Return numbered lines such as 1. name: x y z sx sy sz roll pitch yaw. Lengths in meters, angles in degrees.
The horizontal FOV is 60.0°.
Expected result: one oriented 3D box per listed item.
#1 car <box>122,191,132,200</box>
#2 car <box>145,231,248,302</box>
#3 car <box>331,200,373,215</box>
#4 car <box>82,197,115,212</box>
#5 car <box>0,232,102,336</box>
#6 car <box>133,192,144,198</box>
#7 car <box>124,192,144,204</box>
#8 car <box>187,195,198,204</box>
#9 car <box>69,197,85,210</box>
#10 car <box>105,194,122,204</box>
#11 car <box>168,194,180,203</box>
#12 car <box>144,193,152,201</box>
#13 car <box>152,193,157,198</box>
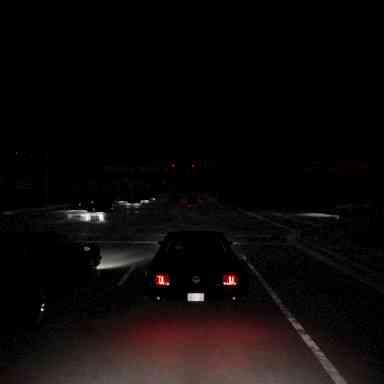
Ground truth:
1. car: -13.989 0.876 71.765 2.150 2.045 5.566 0 1 0
2. car: 0.084 1.601 8.193 1.895 1.301 4.718 0 0 0
3. car: 16.161 1.526 32.830 4.674 1.442 1.812 0 0 -2
4. car: -10.594 1.581 38.052 1.895 1.301 4.718 0 0 0
5. car: -3.419 1.547 6.812 2.033 1.411 5.357 0 0 0
6. car: -13.986 0.824 87.169 1.882 1.535 5.008 0 1 0
7. car: -10.563 1.309 60.558 1.837 1.490 4.892 0 1 1
8. car: 0.110 1.295 60.713 2.128 1.511 4.902 0 1 0
9. car: -14.093 1.471 42.410 1.837 1.490 4.892 0 0 0
10. car: -14.074 1.343 56.900 2.128 1.511 4.902 0 1 0
11. car: -3.390 1.117 64.068 2.097 1.767 4.553 0 1 0
12. car: -10.489 1.182 72.999 1.994 1.385 4.181 0 1 0
13. car: -10.486 0.861 88.159 2.033 1.411 5.357 0 1 0
